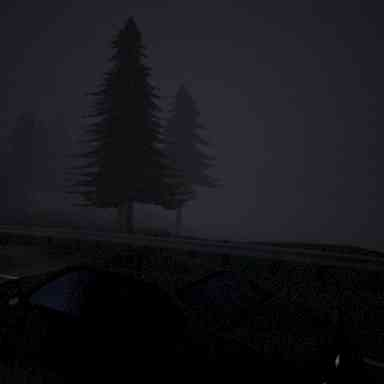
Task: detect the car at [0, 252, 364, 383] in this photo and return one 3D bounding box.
[{"bbox_3d":[-0.821,1.542,4.313,5.357,1.411,2.033,0,0,33],"label":"car"}]
